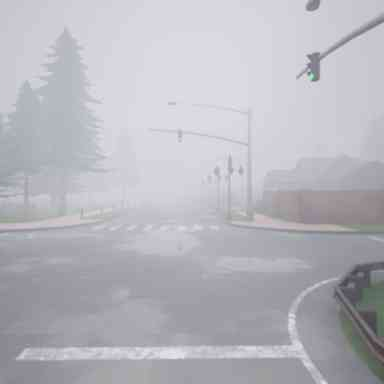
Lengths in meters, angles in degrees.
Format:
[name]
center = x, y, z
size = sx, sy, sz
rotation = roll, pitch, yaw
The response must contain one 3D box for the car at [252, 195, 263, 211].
[car]
center = 8.884, 1.173, 36.521
size = 4.605, 1.855, 1.932
rotation = 0, 0, -1
